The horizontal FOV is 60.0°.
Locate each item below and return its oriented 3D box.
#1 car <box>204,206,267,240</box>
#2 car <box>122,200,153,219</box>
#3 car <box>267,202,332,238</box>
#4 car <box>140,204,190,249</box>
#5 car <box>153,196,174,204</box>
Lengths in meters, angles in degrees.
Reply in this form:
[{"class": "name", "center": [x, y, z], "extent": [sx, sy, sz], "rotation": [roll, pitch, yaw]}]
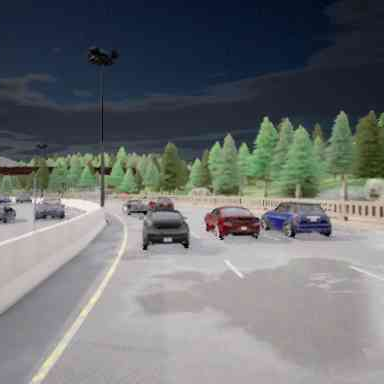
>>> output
[{"class": "car", "center": [1.892, 1.447, 17.060], "extent": [1.882, 1.535, 5.008], "rotation": [0, 0, -9]}, {"class": "car", "center": [-5.656, 1.520, 32.562], "extent": [2.033, 1.411, 5.357], "rotation": [0, 0, -19]}, {"class": "car", "center": [5.333, 1.308, 17.580], "extent": [2.097, 1.767, 4.553], "rotation": [0, 0, -9]}, {"class": "car", "center": [-1.238, 1.488, 14.500], "extent": [1.837, 1.490, 4.892], "rotation": [0, 0, -8]}, {"class": "car", "center": [-3.502, 1.312, 36.636], "extent": [2.097, 1.767, 4.553], "rotation": [0, 0, -20]}]
